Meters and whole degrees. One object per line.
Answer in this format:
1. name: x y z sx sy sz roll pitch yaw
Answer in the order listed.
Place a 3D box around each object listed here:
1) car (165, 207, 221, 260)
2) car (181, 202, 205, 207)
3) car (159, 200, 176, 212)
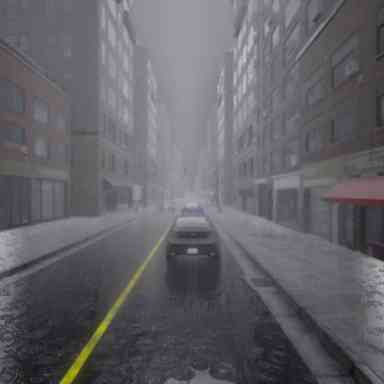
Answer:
1. car: 0.045 1.567 12.665 1.837 1.490 4.892 0 0 1
2. car: 0.057 1.625 28.859 1.882 1.535 5.008 0 0 1
3. car: -3.042 1.714 41.467 2.128 1.511 4.902 0 0 0
